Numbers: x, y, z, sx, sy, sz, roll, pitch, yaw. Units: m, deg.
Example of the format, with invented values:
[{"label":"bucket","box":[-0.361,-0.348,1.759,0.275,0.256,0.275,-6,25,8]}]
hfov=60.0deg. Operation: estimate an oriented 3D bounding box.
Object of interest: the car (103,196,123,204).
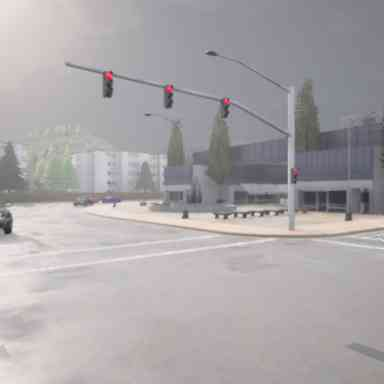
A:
[{"label":"car","box":[-14.951,1.447,62.688,1.882,1.535,5.008,0,0,20]}]

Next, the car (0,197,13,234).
[{"label":"car","box":[-11.539,1.220,18.502,2.150,2.045,5.566,0,0,-37]}]

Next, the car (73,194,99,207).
[{"label":"car","box":[-16.859,1.527,52.223,2.033,1.411,5.357,0,0,3]}]
